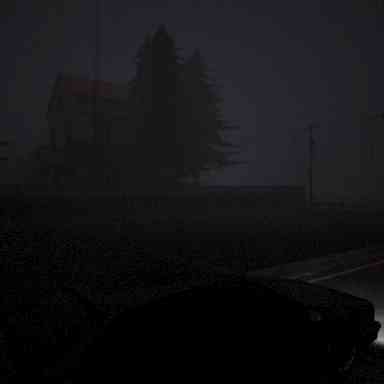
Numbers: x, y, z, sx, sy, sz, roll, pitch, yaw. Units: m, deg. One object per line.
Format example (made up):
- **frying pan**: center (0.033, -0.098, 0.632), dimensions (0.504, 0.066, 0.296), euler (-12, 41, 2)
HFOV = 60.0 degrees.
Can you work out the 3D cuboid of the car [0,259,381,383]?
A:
- **car**: center (-0.066, 1.530, 3.681), dimensions (5.357, 1.411, 2.033), euler (-1, 0, -35)
